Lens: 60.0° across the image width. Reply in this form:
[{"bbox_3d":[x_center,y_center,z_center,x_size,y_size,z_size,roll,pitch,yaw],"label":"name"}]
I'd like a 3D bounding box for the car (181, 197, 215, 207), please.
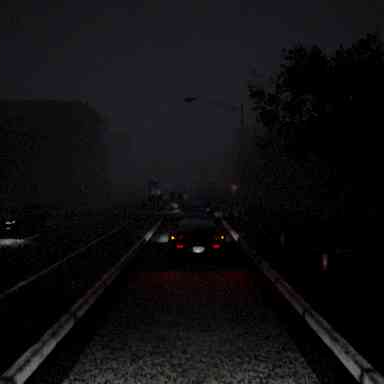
[{"bbox_3d":[0.540,1.181,22.911,1.882,1.535,5.008,0,2,5],"label":"car"}]

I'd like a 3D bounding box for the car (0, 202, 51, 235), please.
[{"bbox_3d":[-9.079,1.318,17.483,1.837,1.490,4.892,0,1,-1],"label":"car"}]

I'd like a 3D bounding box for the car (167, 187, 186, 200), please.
[{"bbox_3d":[-2.172,0.364,46.537,1.895,1.301,4.718,0,3,-1],"label":"car"}]

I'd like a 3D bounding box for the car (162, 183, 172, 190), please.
[{"bbox_3d":[-5.383,-1.163,72.701,1.812,1.442,4.674,0,3,0],"label":"car"}]

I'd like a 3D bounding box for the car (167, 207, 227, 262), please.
[{"bbox_3d":[0.102,1.444,11.633,1.812,1.442,4.674,0,0,-2],"label":"car"}]

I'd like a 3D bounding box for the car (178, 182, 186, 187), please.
[{"bbox_3d":[-2.411,-1.672,81.645,1.882,1.535,5.008,0,3,0],"label":"car"}]
